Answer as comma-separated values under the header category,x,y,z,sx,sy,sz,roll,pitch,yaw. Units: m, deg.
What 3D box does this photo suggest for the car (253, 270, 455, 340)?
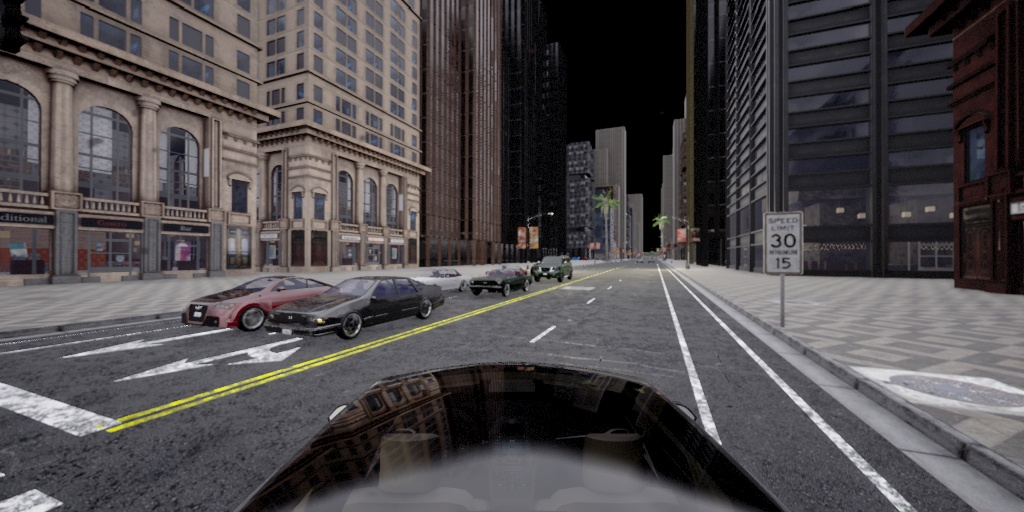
category,x,y,z,sx,sy,sz,roll,pitch,yaw
car,-4.042,1.301,10.471,2.033,1.411,5.357,0,0,22

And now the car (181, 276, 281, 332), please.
category,x,y,z,sx,sy,sz,roll,pitch,yaw
car,-7.313,1.317,11.034,1.994,1.385,4.181,0,0,22

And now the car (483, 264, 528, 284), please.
category,x,y,z,sx,sy,sz,roll,pitch,yaw
car,-0.376,1.371,28.424,1.895,1.301,4.718,0,0,22

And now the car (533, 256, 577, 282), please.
category,x,y,z,sx,sy,sz,roll,pitch,yaw
car,3.481,0.994,29.310,2.150,2.045,5.566,0,0,22

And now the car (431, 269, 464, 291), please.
category,x,y,z,sx,sy,sz,roll,pitch,yaw
car,-4.070,1.360,19.173,1.895,1.301,4.718,0,0,22

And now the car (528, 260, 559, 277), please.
category,x,y,z,sx,sy,sz,roll,pitch,yaw
car,3.443,1.260,37.889,1.882,1.535,5.008,0,0,22

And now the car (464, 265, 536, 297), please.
category,x,y,z,sx,sy,sz,roll,pitch,yaw
car,-0.487,1.362,19.377,1.895,1.301,4.718,0,0,22
